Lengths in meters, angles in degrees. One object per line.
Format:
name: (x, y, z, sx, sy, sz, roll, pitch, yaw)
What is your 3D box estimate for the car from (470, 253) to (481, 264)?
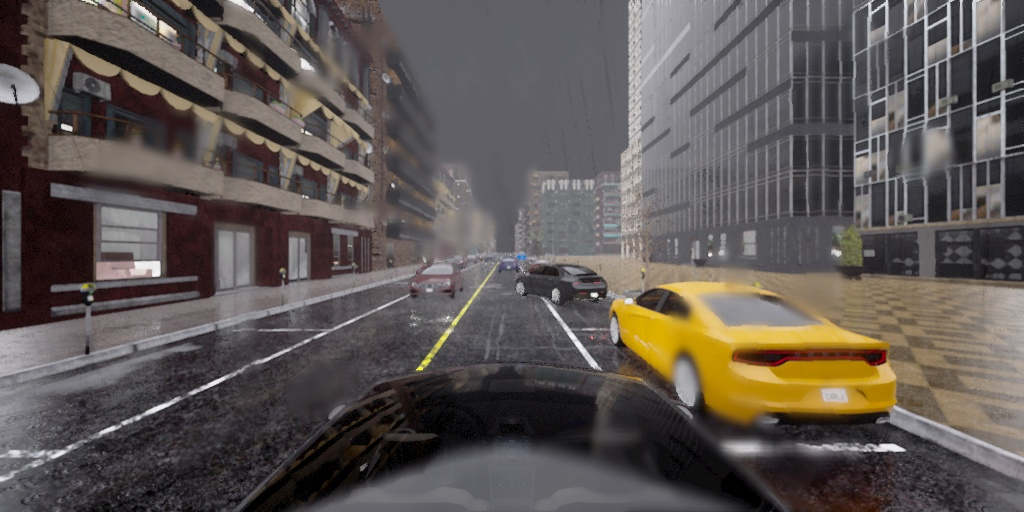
car: (-6.362, 0.497, 56.610, 1.802, 1.307, 4.207, 0, 0, -1)

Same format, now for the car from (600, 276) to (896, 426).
car: (3.090, 1.162, 5.936, 1.882, 1.535, 5.008, 0, 1, -1)

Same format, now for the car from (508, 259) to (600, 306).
car: (1.815, 1.056, 14.755, 1.837, 1.490, 4.892, -1, 2, -26)

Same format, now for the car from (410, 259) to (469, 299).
car: (-3.278, 1.051, 16.432, 1.812, 1.442, 4.674, 0, 1, -1)

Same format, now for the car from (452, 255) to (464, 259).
car: (-6.088, 0.818, 34.336, 1.948, 1.339, 4.313, 0, 0, -1)

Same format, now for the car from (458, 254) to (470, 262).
car: (-6.157, 0.608, 39.904, 1.967, 1.591, 4.097, 0, 0, -1)

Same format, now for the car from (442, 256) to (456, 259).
car: (-6.020, 0.883, 28.767, 1.888, 1.381, 4.507, 0, 0, -1)

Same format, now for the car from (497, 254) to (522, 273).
car: (-0.311, 0.780, 34.115, 1.812, 1.442, 4.674, 0, 1, -1)

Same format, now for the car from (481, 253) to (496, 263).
car: (-3.741, 0.398, 62.159, 2.033, 1.411, 5.357, 0, 1, -1)

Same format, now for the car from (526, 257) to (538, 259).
car: (2.361, 0.879, 28.869, 1.888, 1.381, 4.507, 0, 0, -1)

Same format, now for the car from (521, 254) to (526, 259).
car: (2.223, 0.715, 40.006, 2.007, 1.370, 4.403, 0, 0, -1)
